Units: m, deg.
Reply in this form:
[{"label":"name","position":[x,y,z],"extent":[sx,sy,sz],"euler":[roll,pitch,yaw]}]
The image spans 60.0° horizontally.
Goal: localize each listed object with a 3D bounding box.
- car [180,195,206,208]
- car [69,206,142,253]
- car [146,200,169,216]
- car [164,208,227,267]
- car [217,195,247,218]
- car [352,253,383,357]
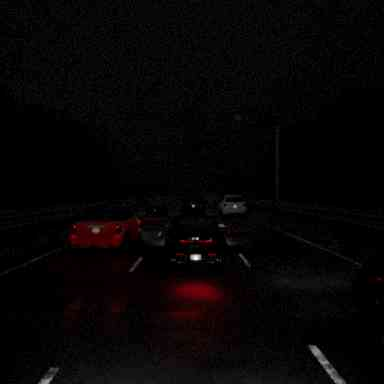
[{"label":"car","position":[0.112,1.285,30.702],"extent":[2.150,2.045,5.566],"euler":[0,0,0]},{"label":"car","position":[-3.396,1.376,13.880],"extent":[2.097,1.767,4.553],"euler":[0,0,0]},{"label":"car","position":[-3.387,1.548,33.062],"extent":[1.882,1.535,5.008],"euler":[0,0,0]},{"label":"car","position":[0.104,1.525,11.437],"extent":[1.837,1.490,4.892],"euler":[0,0,0]},{"label":"car","position":[3.612,1.284,30.577],"extent":[2.150,2.045,5.566],"euler":[0,0,0]},{"label":"car","position":[3.599,1.225,2.897],"extent":[2.150,2.045,5.566],"euler":[0,0,0]}]
